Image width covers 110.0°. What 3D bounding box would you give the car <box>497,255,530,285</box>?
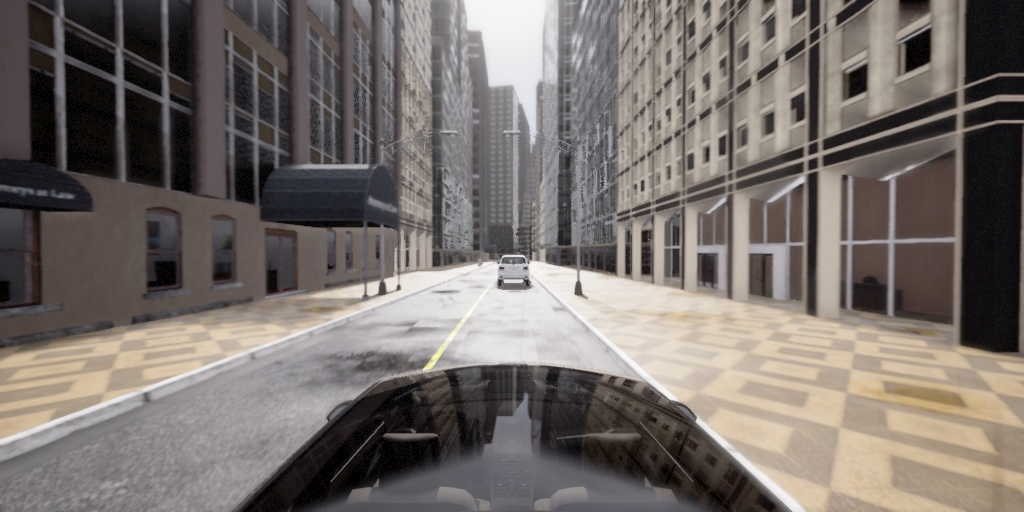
[{"bbox_3d":[0.113,0.973,25.892,2.150,2.045,5.566,0,0,0],"label":"car"}]
